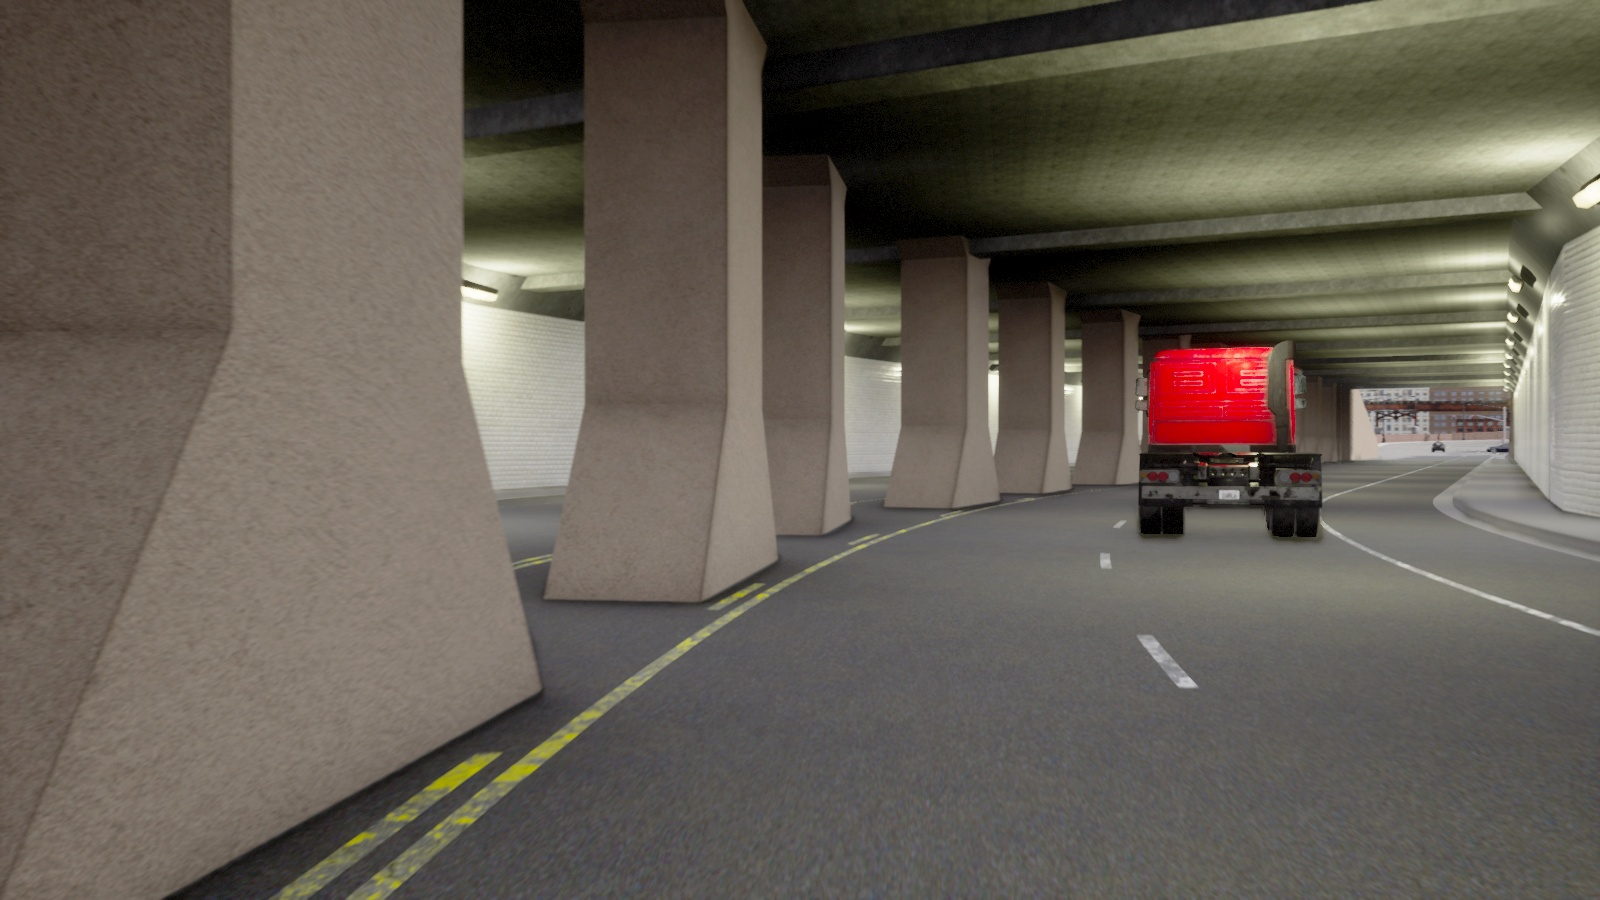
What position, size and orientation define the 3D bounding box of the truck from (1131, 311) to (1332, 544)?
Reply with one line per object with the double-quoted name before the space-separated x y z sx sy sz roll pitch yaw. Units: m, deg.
"truck" 7.726 -0.356 22.936 2.891 3.462 7.936 0 0 17
